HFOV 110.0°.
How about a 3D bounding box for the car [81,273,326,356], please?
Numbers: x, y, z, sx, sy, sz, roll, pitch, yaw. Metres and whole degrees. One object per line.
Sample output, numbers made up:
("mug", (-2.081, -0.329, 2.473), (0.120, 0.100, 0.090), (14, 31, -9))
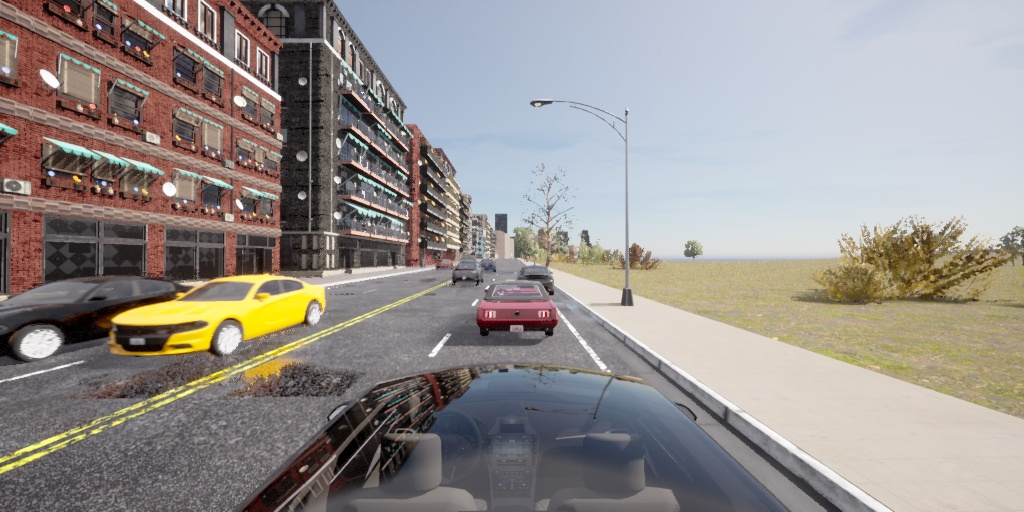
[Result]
("car", (-6.576, 1.229, 8.797), (1.882, 1.535, 5.008), (0, 0, 0))

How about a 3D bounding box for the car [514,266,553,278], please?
("car", (1.198, 1.257, 19.537), (1.837, 1.490, 4.892), (0, 0, 0))

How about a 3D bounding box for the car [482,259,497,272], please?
("car", (-2.996, 1.103, 44.843), (2.097, 1.767, 4.553), (0, 0, -1))

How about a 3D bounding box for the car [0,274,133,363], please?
("car", (-9.828, 1.229, 8.394), (1.882, 1.535, 5.008), (0, 0, 0))

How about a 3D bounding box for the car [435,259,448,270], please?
("car", (-9.673, 1.228, 51.443), (1.882, 1.535, 5.008), (0, 0, 0))

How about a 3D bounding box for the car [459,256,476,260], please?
("car", (-6.422, 0.972, 52.309), (2.150, 2.045, 5.566), (0, 0, 0))

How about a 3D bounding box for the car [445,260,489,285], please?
("car", (-3.068, 1.242, 25.632), (2.128, 1.511, 4.902), (0, 0, 0))

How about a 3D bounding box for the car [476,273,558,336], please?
("car", (0.128, 1.352, 10.336), (1.895, 1.301, 4.718), (0, 0, 0))
